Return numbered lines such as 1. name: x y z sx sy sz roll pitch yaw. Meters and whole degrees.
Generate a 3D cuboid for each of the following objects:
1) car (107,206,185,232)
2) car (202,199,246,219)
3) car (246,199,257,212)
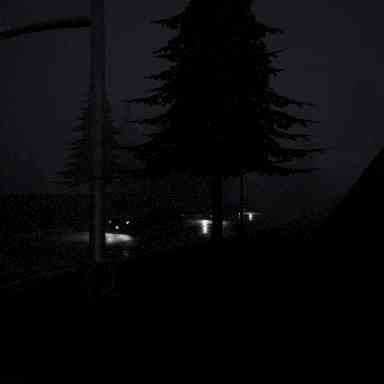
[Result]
1. car: -2.587 1.547 20.357 2.033 1.411 5.357 0 0 35
2. car: 2.735 1.547 29.223 2.033 1.411 5.357 0 0 26
3. car: 6.507 1.547 38.959 2.033 1.411 5.357 0 0 16
